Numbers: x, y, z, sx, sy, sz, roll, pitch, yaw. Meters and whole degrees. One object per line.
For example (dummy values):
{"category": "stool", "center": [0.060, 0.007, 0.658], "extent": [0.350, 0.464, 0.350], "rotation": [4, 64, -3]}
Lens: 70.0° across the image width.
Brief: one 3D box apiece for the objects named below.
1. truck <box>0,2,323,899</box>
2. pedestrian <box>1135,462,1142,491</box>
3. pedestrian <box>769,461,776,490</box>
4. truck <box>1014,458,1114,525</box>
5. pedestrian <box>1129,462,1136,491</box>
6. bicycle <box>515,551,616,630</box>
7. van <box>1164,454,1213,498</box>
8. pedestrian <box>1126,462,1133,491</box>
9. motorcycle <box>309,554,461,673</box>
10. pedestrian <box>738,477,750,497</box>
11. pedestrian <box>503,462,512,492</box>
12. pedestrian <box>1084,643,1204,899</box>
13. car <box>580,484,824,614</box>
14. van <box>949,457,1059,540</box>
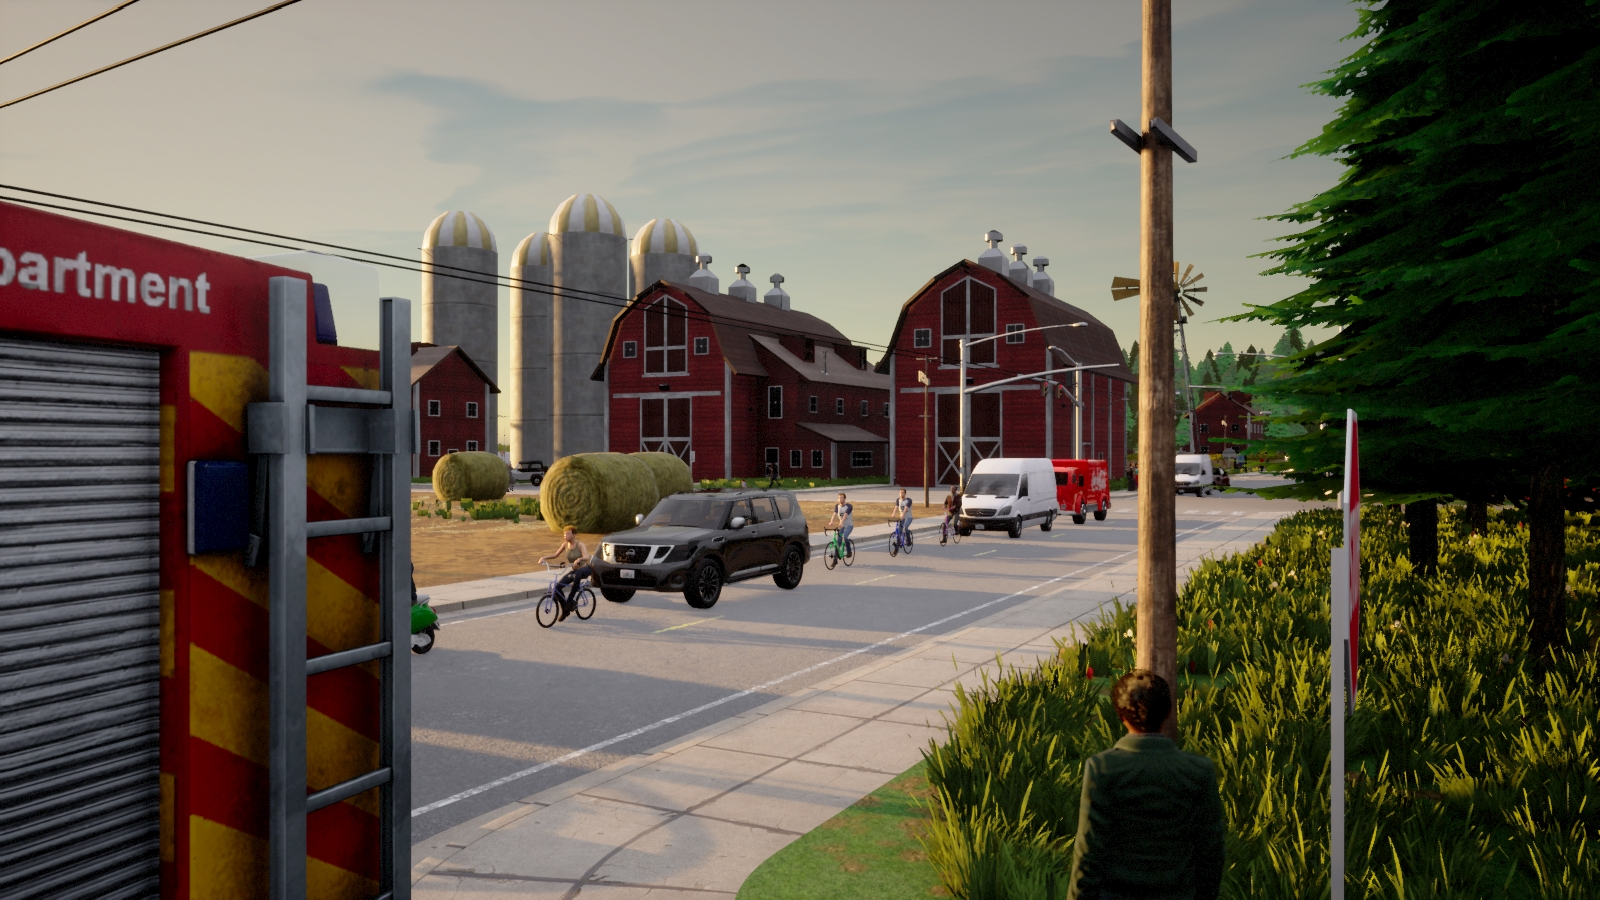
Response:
{"category": "truck", "center": [-6.001, 0.867, 3.761], "extent": [8.468, 3.827, 2.891], "rotation": [0, 0, 20]}
{"category": "pedestrian", "center": [21.601, 1.696, 72.868], "extent": [0.375, 1.860, 0.375], "rotation": [0, 0, 33]}
{"category": "pedestrian", "center": [-1.834, 1.668, 75.285], "extent": [0.375, 1.860, 0.375], "rotation": [0, 0, 11]}
{"category": "truck", "center": [10.571, 1.568, 45.380], "extent": [2.627, 2.467, 5.204], "rotation": [0, 0, 28]}
{"category": "pedestrian", "center": [21.518, 1.696, 73.966], "extent": [0.375, 1.860, 0.375], "rotation": [0, 0, 5]}
{"category": "bicycle", "center": [-3.791, 2.256, 18.598], "extent": [0.859, 1.080, 1.487], "rotation": [0, 0, 28]}
{"category": "van", "center": [23.926, 1.534, 70.192], "extent": [1.988, 2.561, 5.915], "rotation": [0, 0, 28]}
{"category": "pedestrian", "center": [21.140, 1.695, 73.286], "extent": [0.375, 1.860, 0.375], "rotation": [0, 0, 12]}
{"category": "motorcycle", "center": [-5.529, 2.142, 15.328], "extent": [0.856, 1.316, 1.805], "rotation": [0, 0, 28]}
{"category": "pedestrian", "center": [-3.108, 2.051, 63.053], "extent": [0.500, 1.100, 0.500], "rotation": [0, 0, 24]}
{"category": "pedestrian", "center": [-18.002, 1.670, 70.416], "extent": [0.375, 1.860, 0.375], "rotation": [0, 0, 26]}
{"category": "pedestrian", "center": [1.232, 1.663, 4.129], "extent": [0.375, 1.860, 0.375], "rotation": [0, 0, 10]}
{"category": "car", "center": [-1.719, 1.779, 22.444], "extent": [2.150, 2.045, 5.566], "rotation": [0, 0, 27]}
{"category": "van", "center": [7.076, 1.534, 38.957], "extent": [1.988, 2.561, 5.915], "rotation": [0, 0, 28]}
